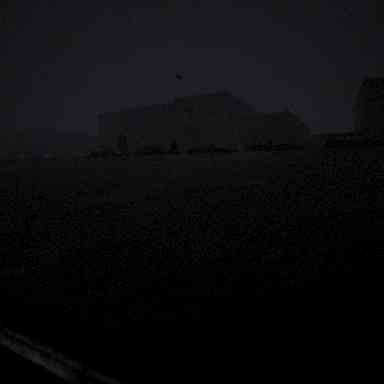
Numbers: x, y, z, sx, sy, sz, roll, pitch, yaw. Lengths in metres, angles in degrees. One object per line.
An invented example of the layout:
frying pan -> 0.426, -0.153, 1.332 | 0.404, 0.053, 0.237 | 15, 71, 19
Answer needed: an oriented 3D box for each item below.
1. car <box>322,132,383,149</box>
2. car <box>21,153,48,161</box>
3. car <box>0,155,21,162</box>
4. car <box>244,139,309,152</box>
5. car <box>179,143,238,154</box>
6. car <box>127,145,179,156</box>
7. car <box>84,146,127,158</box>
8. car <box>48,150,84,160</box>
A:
car -> 11.539, -3.362, 23.284 | 4.553, 1.767, 2.185 | 1, 1, 26
car -> -17.687, -3.865, 39.352 | 4.674, 1.452, 2.002 | 1, 1, 33
car -> -22.333, -4.008, 42.383 | 4.892, 1.521, 2.231 | 1, 1, 34
car -> 6.460, -3.364, 25.729 | 4.892, 1.521, 2.231 | 1, 1, 27
car -> 1.629, -3.432, 28.190 | 4.674, 1.452, 2.002 | 1, 1, 28
car -> -3.233, -3.549, 30.799 | 4.792, 1.488, 2.163 | 1, 1, 29
car -> -8.224, -3.815, 33.602 | 4.553, 1.767, 2.185 | 1, 1, 31
car -> -12.977, -3.797, 36.421 | 5.008, 1.535, 2.097 | 1, 1, 32
